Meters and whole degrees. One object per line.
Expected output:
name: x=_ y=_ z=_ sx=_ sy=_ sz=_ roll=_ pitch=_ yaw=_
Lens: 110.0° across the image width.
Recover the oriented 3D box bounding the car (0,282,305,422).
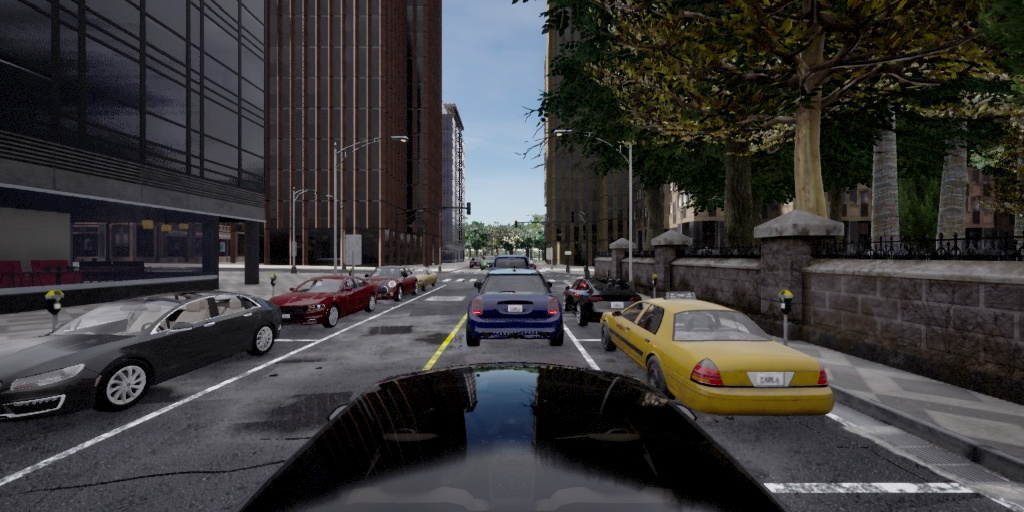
car: x=-5.772 y=1.300 z=5.948 sx=2.007 sy=1.370 sz=4.403 roll=0 pitch=0 yaw=0

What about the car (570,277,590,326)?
car: x=2.742 y=1.316 z=11.425 sx=1.948 sy=1.339 sz=4.313 roll=0 pitch=0 yaw=0

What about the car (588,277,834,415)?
car: x=2.753 y=1.275 z=6.138 sx=1.751 sy=1.417 sz=4.829 roll=0 pitch=0 yaw=0

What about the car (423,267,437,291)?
car: x=-5.806 y=1.277 z=22.149 sx=1.751 sy=1.417 sz=4.829 roll=0 pitch=0 yaw=0

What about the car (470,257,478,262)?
car: x=-5.884 y=1.079 z=59.726 sx=2.192 sy=1.841 sz=5.009 roll=0 pitch=0 yaw=0

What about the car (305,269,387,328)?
car: x=-5.783 y=1.295 z=11.405 sx=1.888 sy=1.381 sz=4.507 roll=0 pitch=0 yaw=0

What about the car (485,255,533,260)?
car: x=-0.031 y=0.972 z=18.961 sx=2.150 sy=2.045 sz=5.566 roll=0 pitch=0 yaw=0

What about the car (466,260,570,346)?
car: x=0.037 y=1.102 z=9.527 sx=2.097 sy=1.767 sz=4.553 roll=0 pitch=0 yaw=-1

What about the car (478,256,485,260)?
car: x=-3.205 y=0.982 z=51.202 sx=2.150 sy=2.045 sz=5.566 roll=0 pitch=0 yaw=-1

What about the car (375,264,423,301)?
car: x=-5.795 y=1.190 z=16.862 sx=1.967 sy=1.591 sz=4.097 roll=0 pitch=0 yaw=0
